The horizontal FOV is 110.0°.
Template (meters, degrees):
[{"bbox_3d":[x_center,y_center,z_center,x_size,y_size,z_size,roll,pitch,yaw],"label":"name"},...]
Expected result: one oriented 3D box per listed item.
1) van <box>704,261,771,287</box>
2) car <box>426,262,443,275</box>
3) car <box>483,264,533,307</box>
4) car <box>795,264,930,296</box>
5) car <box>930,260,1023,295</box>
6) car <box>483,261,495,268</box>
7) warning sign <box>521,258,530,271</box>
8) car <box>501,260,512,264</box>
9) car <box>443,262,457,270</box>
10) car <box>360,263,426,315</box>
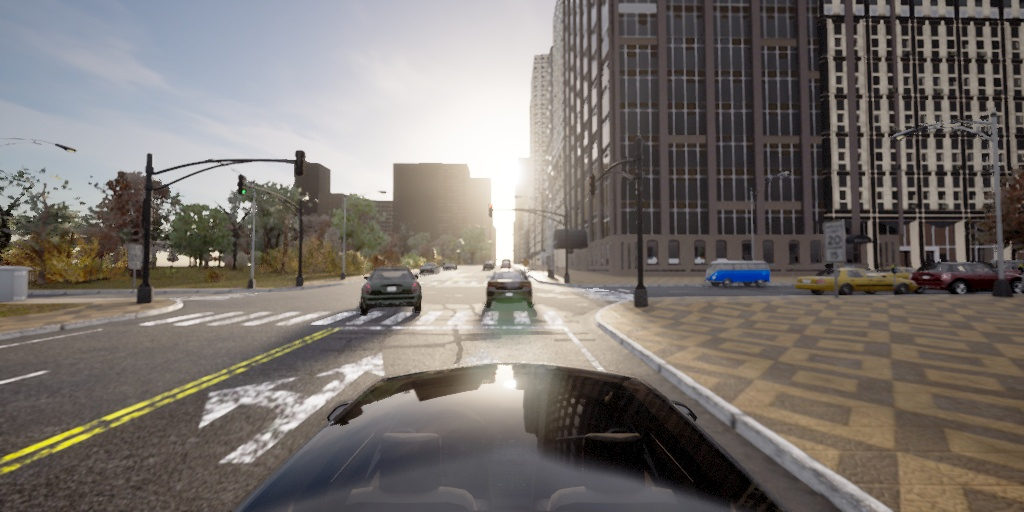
[{"bbox_3d":[15.583,1.226,24.823,3.998,1.789,1.690,0,0,-2],"label":"van"},{"bbox_3d":[-10.551,1.586,46.025,1.837,1.490,4.892,0,0,-1],"label":"car"},{"bbox_3d":[-0.133,1.317,16.119,1.882,1.535,5.008,0,0,-1],"label":"car"},{"bbox_3d":[16.096,1.138,16.814,4.829,1.417,1.751,0,0,-2],"label":"car"},{"bbox_3d":[21.509,1.020,16.970,4.097,1.591,1.967,0,0,-2],"label":"car"},{"bbox_3d":[-4.286,1.780,65.332,1.837,1.490,4.892,0,-1,-1],"label":"car"},{"bbox_3d":[2.011,1.258,53.542,1.300,1.860,1.060,0,0,-1],"label":"warning sign"},{"bbox_3d":[-1.037,1.837,65.418,1.994,1.385,4.181,0,-1,-1],"label":"car"},{"bbox_3d":[-10.782,1.810,62.217,1.994,1.385,4.181,0,-1,0],"label":"car"},{"bbox_3d":[-4.845,1.183,14.434,2.097,1.767,4.553,0,0,-18],"label":"car"}]
